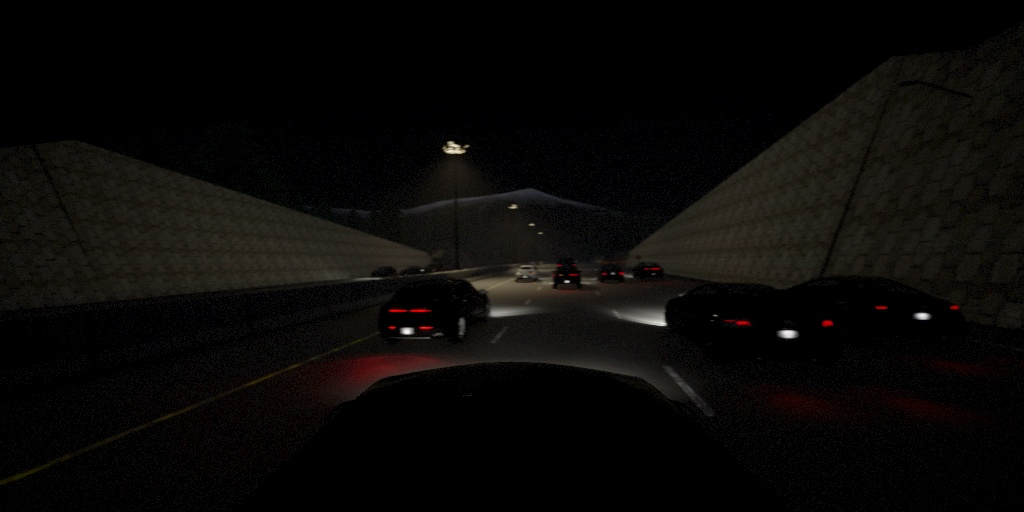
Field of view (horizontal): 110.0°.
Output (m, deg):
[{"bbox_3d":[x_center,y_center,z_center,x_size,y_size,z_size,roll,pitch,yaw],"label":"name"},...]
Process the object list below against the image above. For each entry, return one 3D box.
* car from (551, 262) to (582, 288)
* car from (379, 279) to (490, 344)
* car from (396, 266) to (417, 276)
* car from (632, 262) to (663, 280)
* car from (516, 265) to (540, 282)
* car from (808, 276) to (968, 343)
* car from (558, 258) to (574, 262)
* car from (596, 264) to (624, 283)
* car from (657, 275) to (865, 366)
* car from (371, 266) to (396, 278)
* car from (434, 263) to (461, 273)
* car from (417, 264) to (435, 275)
[{"bbox_3d":[3.862,1.412,25.273,1.837,1.490,4.892,-1,-1,8],"label":"car"},{"bbox_3d":[-1.913,1.384,10.126,1.837,1.490,4.892,-1,-1,8],"label":"car"},{"bbox_3d":[-13.776,2.106,50.368,2.033,1.411,5.357,-1,-1,9],"label":"car"},{"bbox_3d":[11.860,1.287,31.525,2.128,1.511,4.902,-1,-1,8],"label":"car"},{"bbox_3d":[1.453,1.566,32.899,1.812,1.442,4.674,-1,-1,8],"label":"car"},{"bbox_3d":[8.565,1.202,9.215,1.994,1.385,4.181,-1,-1,8],"label":"car"},{"bbox_3d":[6.257,1.246,41.520,2.150,2.045,5.566,-1,0,8],"label":"car"},{"bbox_3d":[8.079,1.410,29.864,2.033,1.411,5.357,-1,-1,8],"label":"car"},{"bbox_3d":[4.830,1.271,7.880,1.994,1.385,4.181,-1,-1,8],"label":"car"},{"bbox_3d":[-17.487,2.155,49.320,1.812,1.442,4.674,-1,-1,9],"label":"car"},{"bbox_3d":[-7.606,1.887,44.537,1.812,1.442,4.674,-1,-1,9],"label":"car"},{"bbox_3d":[-10.559,1.818,48.356,2.097,1.767,4.553,-1,-1,9],"label":"car"}]
